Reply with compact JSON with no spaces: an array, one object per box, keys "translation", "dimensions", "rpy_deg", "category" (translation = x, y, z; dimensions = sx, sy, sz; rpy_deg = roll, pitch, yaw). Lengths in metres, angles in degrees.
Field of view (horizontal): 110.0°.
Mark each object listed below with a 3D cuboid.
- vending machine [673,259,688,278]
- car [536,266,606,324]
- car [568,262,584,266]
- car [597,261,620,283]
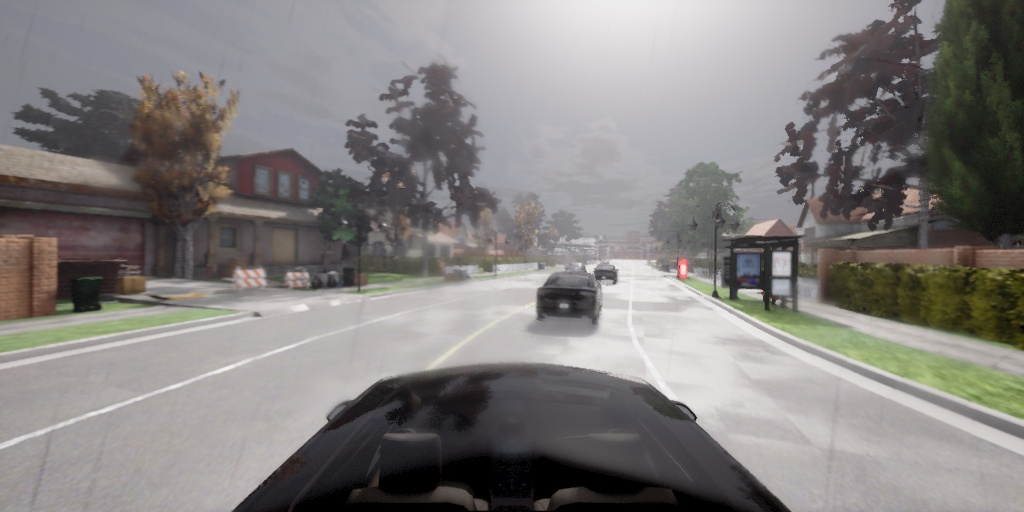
[{"translation":[16.816,1.277,35.451],"dimensions":[1.100,2.100,0.880],"rpy_deg":[0,0,19],"category":"vending machine"},{"translation":[2.146,1.283,12.544],"dimensions":[1.882,1.535,5.008],"rpy_deg":[1,0,16],"category":"car"},{"translation":[6.839,1.444,38.623],"dimensions":[2.128,1.511,4.902],"rpy_deg":[1,0,19],"category":"car"},{"translation":[7.951,1.446,30.340],"dimensions":[1.837,1.490,4.892],"rpy_deg":[1,0,19],"category":"car"}]
